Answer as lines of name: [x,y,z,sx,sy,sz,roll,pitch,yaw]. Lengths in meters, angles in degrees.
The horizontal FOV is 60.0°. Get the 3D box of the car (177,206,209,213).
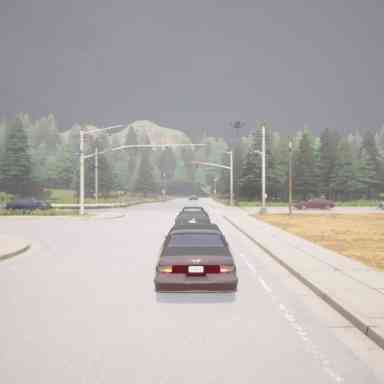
car: [0.067,1.535,19.552,1.994,1.385,4.181,0,0,1]

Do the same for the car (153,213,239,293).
car: [0.084,1.538,8.945,2.033,1.411,5.357,0,0,0]

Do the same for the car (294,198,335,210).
car: [14.764,1.446,40.182,4.674,1.442,1.812,0,0,1]

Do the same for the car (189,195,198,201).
car: [0.262,1.479,81.836,1.895,1.301,4.718,0,0,2]

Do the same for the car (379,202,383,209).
car: [25.043,1.410,39.987,4.674,1.442,1.812,0,0,1]

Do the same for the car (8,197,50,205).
car: [-18.040,1.392,37.115,4.553,1.767,2.097,0,0,1]

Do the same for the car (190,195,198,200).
car: [0.628,1.420,91.815,1.994,1.385,4.181,0,0,2]
